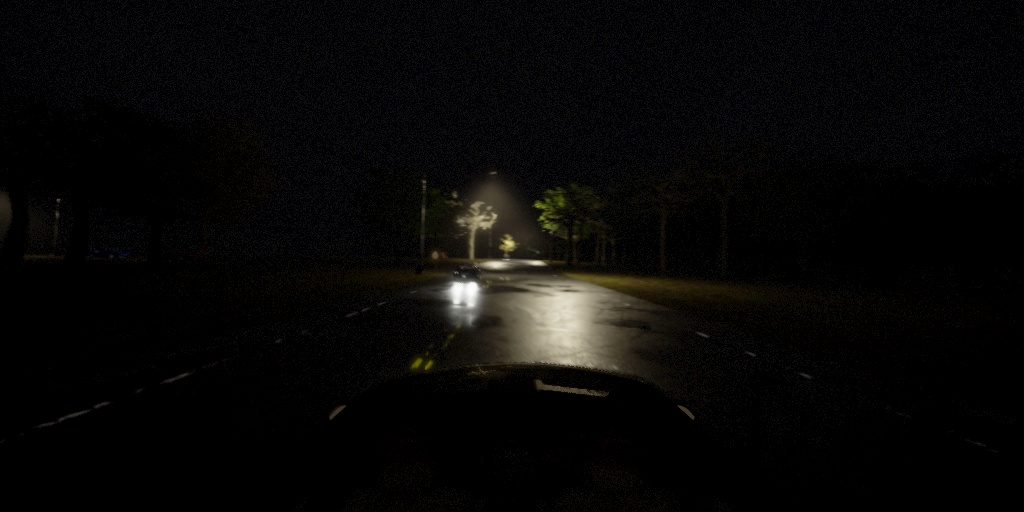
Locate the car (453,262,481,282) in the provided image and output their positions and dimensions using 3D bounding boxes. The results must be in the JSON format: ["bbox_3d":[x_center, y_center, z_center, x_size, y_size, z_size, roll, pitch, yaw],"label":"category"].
[{"bbox_3d":[-3.550,1.267,29.040,2.128,1.511,4.902,2,0,-1],"label":"car"}]
